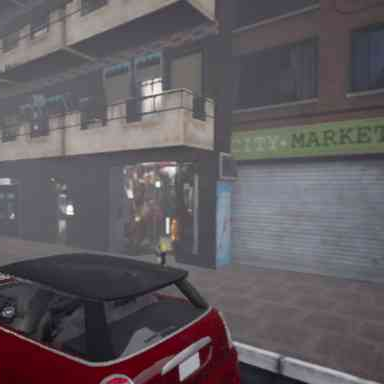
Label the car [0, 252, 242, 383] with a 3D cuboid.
[{"bbox_3d":[-1.601,1.452,3.846,4.097,1.590,1.967,0,1,35],"label":"car"}]
